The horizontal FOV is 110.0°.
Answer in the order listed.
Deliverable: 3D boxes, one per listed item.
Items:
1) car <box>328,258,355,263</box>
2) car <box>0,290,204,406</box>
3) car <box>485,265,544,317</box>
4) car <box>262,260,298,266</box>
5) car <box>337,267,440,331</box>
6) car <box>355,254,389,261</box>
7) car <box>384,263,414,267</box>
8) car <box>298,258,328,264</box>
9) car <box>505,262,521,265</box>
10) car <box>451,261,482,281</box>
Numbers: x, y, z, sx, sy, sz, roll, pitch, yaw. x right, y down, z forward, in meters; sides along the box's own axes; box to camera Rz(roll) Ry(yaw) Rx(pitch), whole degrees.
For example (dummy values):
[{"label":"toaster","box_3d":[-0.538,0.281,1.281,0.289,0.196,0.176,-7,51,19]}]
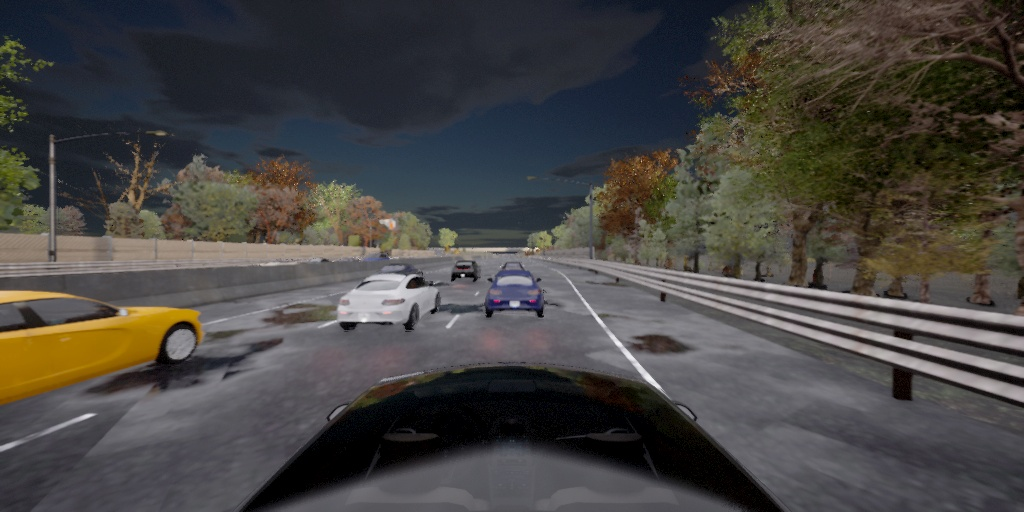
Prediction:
[{"label":"car","box_3d":[-21.077,0.964,46.133,2.128,1.511,4.902,0,0,0]},{"label":"car","box_3d":[-6.951,1.206,4.915,1.882,1.535,5.008,0,1,0]},{"label":"car","box_3d":[0.087,1.202,12.683,1.812,1.442,4.674,0,0,0]},{"label":"car","box_3d":[-28.054,1.086,43.592,1.895,1.301,4.718,0,0,0]},{"label":"car","box_3d":[-3.418,1.216,10.625,1.812,1.442,4.674,0,0,0]},{"label":"car","box_3d":[-17.579,0.696,46.181,2.150,2.045,5.566,0,0,0]},{"label":"car","box_3d":[-6.934,1.162,22.230,2.033,1.411,5.357,0,0,0]},{"label":"car","box_3d":[-24.576,0.999,45.593,1.812,1.442,4.674,0,0,0]},{"label":"car","box_3d":[0.083,1.144,27.671,1.994,1.385,4.181,0,0,0]},{"label":"car","box_3d":[-3.415,1.087,27.320,1.837,1.490,4.892,0,0,0]}]
